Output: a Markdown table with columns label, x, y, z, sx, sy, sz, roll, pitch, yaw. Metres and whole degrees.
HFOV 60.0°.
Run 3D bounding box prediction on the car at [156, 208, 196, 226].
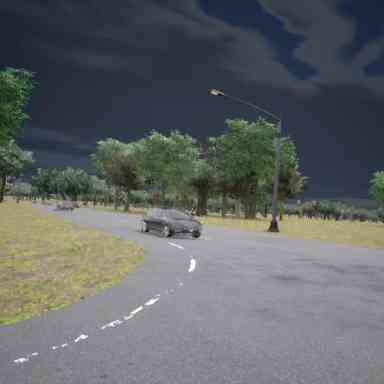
| label | x | y | z | sx | sy | sz | roll | pitch | yaw |
| --- | --- | --- | --- | --- | --- | --- | --- | --- | --- |
| car | -1.677 | 2.390 | 32.858 | 1.812 | 1.442 | 4.674 | 6 | -3 | -30 |

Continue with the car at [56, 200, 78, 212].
| label | x | y | z | sx | sy | sz | roll | pitch | yaw |
| --- | --- | --- | --- | --- | --- | --- | --- | --- | --- |
| car | -17.594 | 1.965 | 46.178 | 1.837 | 1.490 | 4.892 | 5 | -3 | -30 |

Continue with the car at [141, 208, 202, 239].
| label | x | y | z | sx | sy | sz | roll | pitch | yaw |
| --- | --- | --- | --- | --- | --- | --- | --- | --- | --- |
| car | -1.250 | 1.665 | 18.396 | 1.837 | 1.490 | 4.892 | 6 | -3 | -30 |

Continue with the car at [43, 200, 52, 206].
| label | x | y | z | sx | sy | sz | roll | pitch | yaw |
| --- | --- | --- | --- | --- | --- | --- | --- | --- | --- |
| car | -37.708 | 2.822 | 87.136 | 2.128 | 1.511 | 4.902 | 6 | -4 | -28 |

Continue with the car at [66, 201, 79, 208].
| label | x | y | z | sx | sy | sz | roll | pitch | yaw |
| --- | --- | --- | --- | --- | --- | --- | --- | --- | --- |
| car | -27.560 | 2.921 | 76.803 | 1.812 | 1.442 | 4.674 | 6 | -4 | -30 |
